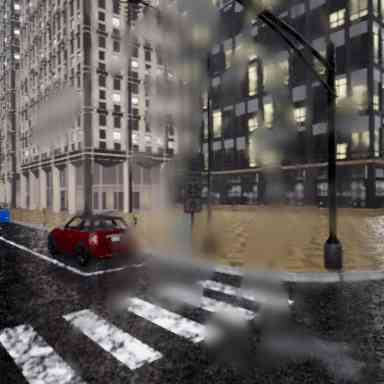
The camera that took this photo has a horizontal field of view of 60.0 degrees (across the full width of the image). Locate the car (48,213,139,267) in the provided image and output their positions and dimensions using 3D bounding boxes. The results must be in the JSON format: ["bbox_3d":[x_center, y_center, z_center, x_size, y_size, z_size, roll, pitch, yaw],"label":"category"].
[{"bbox_3d":[-3.652,1.516,11.895,1.967,1.590,4.097,0,-1,-41],"label":"car"}]

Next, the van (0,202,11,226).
[{"bbox_3d":[-14.741,1.586,24.710,1.690,1.788,3.998,0,-1,-41],"label":"van"}]
